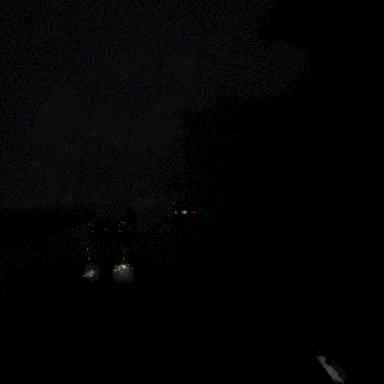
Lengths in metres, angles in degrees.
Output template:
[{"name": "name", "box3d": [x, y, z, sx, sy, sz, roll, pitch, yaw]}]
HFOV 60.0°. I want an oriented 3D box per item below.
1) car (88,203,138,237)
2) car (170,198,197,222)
[{"name": "car", "box3d": [-3.972, 1.368, 17.362, 1.882, 1.535, 5.008, 0, 0, -2]}, {"name": "car", "box3d": [-0.598, 1.398, 24.811, 2.033, 1.411, 5.357, 0, 0, -3]}]
